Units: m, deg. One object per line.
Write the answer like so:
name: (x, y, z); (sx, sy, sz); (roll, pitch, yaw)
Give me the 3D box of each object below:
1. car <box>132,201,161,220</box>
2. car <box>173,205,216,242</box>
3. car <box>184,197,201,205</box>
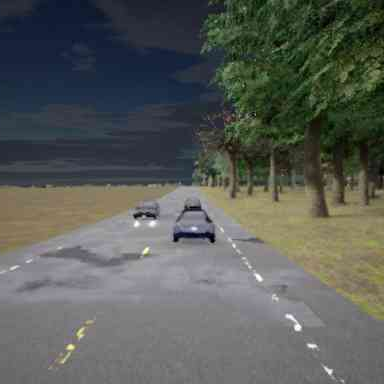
car: (-3.603, 1.440, 27.561); (2.033, 1.411, 5.357); (0, 1, 0)
car: (0.095, 1.537, 16.370); (1.994, 1.385, 4.181); (0, 0, 0)
car: (0.091, 1.305, 39.426); (1.994, 1.385, 4.181); (0, 1, 0)
